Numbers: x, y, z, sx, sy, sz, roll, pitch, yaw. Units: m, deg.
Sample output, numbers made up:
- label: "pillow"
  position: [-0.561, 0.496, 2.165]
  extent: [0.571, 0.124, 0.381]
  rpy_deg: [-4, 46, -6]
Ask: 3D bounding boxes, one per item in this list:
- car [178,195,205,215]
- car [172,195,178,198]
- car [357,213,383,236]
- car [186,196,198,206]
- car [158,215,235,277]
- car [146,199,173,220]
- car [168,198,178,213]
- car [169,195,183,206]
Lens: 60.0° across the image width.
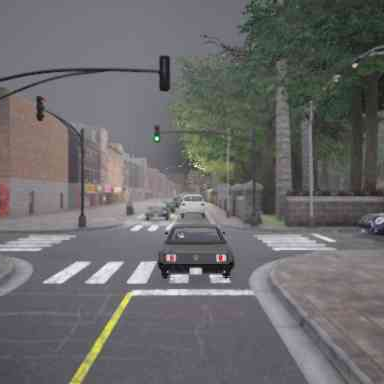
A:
- label: "car"
  position: [0.098, 1.268, 31.718]
  extent: [2.150, 2.045, 5.566]
  rpy_deg: [0, 0, 0]
- label: "car"
  position: [-2.809, 1.549, 47.953]
  extent: [1.882, 1.535, 5.008]
  rpy_deg: [0, 0, 1]
- label: "car"
  position: [10.724, 1.342, 16.520]
  extent: [4.553, 1.767, 2.097]
  rpy_deg: [0, 0, -1]
- label: "car"
  position: [0.001, 1.585, 59.104]
  extent: [2.128, 1.511, 4.902]
  rpy_deg: [0, 0, 0]
- label: "car"
  position: [0.099, 1.614, 10.211]
  extent: [1.895, 1.301, 4.718]
  rpy_deg: [0, 0, 0]
- label: "car"
  position: [-2.849, 1.568, 28.664]
  extent: [1.812, 1.442, 4.674]
  rpy_deg: [0, 0, 0]
- label: "car"
  position: [-2.844, 1.657, 37.840]
  extent: [1.895, 1.301, 4.718]
  rpy_deg: [0, 0, 0]
- label: "car"
  position: [-2.755, 1.442, 58.089]
  extent: [2.097, 1.767, 4.553]
  rpy_deg: [0, 0, 0]
